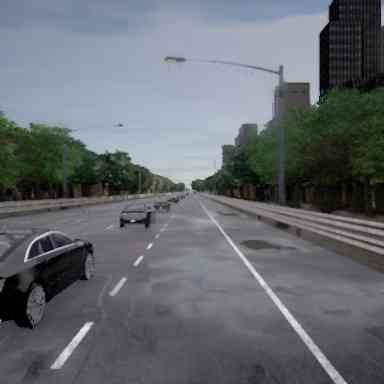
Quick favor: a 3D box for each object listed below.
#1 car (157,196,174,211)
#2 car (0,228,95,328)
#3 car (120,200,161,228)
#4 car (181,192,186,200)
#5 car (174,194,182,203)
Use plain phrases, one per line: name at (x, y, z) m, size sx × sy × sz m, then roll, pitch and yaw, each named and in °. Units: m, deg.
car at (-3.503, 1.516, 40.081) m, size 1.837 × 1.490 × 4.892 m, roll 0°, pitch 0°, yaw 0°
car at (-3.500, 1.495, 6.946) m, size 2.128 × 1.511 × 4.902 m, roll 0°, pitch 0°, yaw 0°
car at (-3.499, 1.504, 22.080) m, size 2.128 × 1.511 × 4.902 m, roll 0°, pitch 0°, yaw 0°
car at (-3.505, 1.305, 93.742) m, size 2.097 × 1.767 × 4.553 m, roll 0°, pitch 0°, yaw 0°
car at (-3.505, 1.485, 66.078) m, size 1.837 × 1.490 × 4.892 m, roll 0°, pitch 0°, yaw 0°
